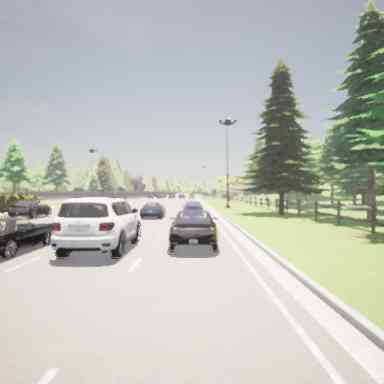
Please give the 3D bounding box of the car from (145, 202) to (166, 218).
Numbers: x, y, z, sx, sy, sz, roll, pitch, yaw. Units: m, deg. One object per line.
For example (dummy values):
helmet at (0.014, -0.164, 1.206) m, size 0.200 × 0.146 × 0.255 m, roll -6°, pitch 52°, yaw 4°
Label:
car at (-3.422, 1.575, 29.493) m, size 1.994 × 1.385 × 4.181 m, roll 0°, pitch 0°, yaw 0°

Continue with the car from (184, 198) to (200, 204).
car at (0.078, 1.537, 29.952) m, size 1.812 × 1.442 × 4.674 m, roll 0°, pitch 0°, yaw 0°

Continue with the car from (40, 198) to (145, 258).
car at (-3.434, 1.228, 12.853) m, size 2.150 × 2.045 × 5.566 m, roll 0°, pitch 0°, yaw 0°

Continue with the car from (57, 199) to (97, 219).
car at (-10.417, 1.488, 30.488) m, size 1.882 × 1.535 × 5.008 m, roll 0°, pitch 0°, yaw 0°

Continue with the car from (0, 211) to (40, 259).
car at (-6.938, 1.605, 12.505) m, size 1.895 × 1.301 × 4.718 m, roll 0°, pitch 0°, yaw 0°

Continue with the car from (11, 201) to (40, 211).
car at (-13.960, 1.502, 28.946) m, size 2.128 × 1.511 × 4.902 m, roll 0°, pitch 0°, yaw 0°

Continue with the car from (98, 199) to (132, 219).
car at (-6.917, 1.489, 30.486) m, size 1.882 × 1.535 × 5.008 m, roll 0°, pitch 0°, yaw 0°

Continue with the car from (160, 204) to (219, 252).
car at (0.071, 1.497, 13.953) m, size 2.128 × 1.511 × 4.902 m, roll 0°, pitch 0°, yaw 0°

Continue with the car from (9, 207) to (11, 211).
car at (-10.424, 1.531, 14.919) m, size 1.812 × 1.442 × 4.674 m, roll 0°, pitch 0°, yaw 0°
